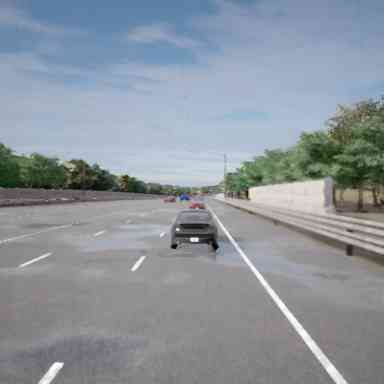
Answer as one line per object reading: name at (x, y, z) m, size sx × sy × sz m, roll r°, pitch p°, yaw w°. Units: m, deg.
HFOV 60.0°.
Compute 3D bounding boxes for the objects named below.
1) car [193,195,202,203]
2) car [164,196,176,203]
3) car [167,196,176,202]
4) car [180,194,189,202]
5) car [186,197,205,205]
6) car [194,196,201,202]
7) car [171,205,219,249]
car at (1.361, 1.660, 79.681) m, size 2.097 × 1.767 × 4.553 m, roll 0°, pitch 0°, yaw 1°
car at (-5.638, 1.852, 79.845) m, size 1.994 × 1.385 × 4.181 m, roll 0°, pitch 0°, yaw 1°
car at (-5.427, 1.774, 88.597) m, size 1.882 × 1.535 × 5.008 m, roll 0°, pitch 0°, yaw 2°
car at (-1.927, 1.526, 88.525) m, size 2.150 × 2.045 × 5.566 m, roll 0°, pitch 0°, yaw 2°
car at (0.564, 1.616, 38.403) m, size 1.812 × 1.442 × 4.674 m, roll 0°, pitch 0°, yaw 1°
car at (1.570, 1.829, 88.390) m, size 1.812 × 1.442 × 4.674 m, roll 0°, pitch 0°, yaw 2°
car at (0.125, 1.516, 14.693) m, size 1.837 × 1.490 × 4.892 m, roll 0°, pitch 0°, yaw 1°
